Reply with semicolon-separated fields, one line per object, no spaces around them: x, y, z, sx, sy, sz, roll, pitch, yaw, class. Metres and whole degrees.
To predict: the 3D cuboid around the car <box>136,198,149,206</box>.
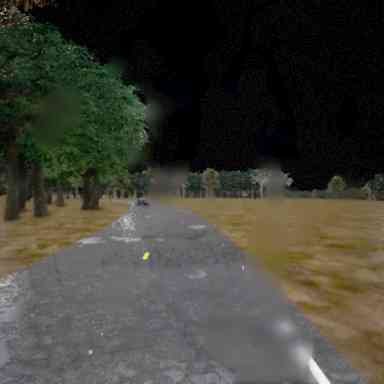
-8.288;1.642;55.263;2.033;1.411;5.357;-1;0;-12;car
